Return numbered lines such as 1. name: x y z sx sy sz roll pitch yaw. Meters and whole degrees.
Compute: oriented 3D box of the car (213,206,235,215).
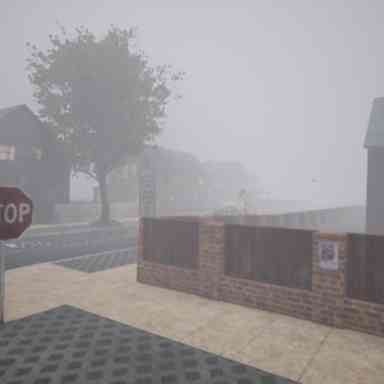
1. car: 3.368 1.867 25.566 2.128 1.511 4.902 2 0 35
